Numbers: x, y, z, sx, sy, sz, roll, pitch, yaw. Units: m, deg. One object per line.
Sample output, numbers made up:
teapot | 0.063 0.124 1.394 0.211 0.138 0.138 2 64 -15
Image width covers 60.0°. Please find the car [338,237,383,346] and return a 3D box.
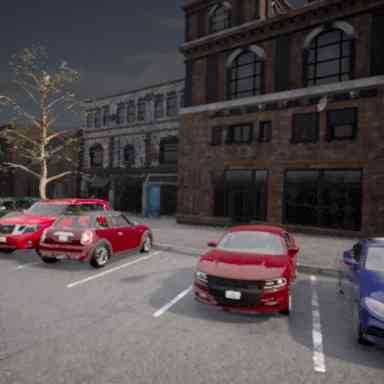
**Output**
car | 3.882 1.633 6.265 2.002 1.452 4.674 1 -1 19

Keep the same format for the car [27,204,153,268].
car | -3.158 1.451 11.942 2.185 1.767 4.553 0 -1 19

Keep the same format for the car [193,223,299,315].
car | 1.536 1.589 8.176 2.097 1.535 5.008 1 -1 19

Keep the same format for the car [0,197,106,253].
car | -5.480 1.318 13.835 2.435 2.045 5.566 1 -1 19
